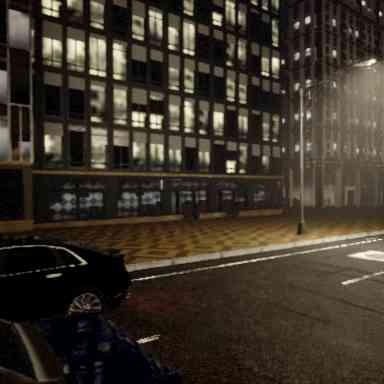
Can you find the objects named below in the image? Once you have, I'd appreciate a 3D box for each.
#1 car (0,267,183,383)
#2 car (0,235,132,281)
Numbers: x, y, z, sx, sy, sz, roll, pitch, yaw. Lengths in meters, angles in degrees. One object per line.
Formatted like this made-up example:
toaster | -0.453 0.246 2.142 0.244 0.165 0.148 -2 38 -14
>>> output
car | -2.463 1.598 1.929 4.718 1.301 1.895 0 0 -36
car | -3.371 1.505 5.272 4.892 1.490 1.837 0 0 -35
